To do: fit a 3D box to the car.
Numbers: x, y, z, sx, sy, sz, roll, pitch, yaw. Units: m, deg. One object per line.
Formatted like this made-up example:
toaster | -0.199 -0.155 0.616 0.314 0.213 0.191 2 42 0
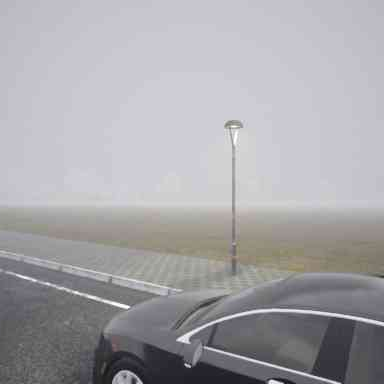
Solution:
car | 1.163 1.505 2.878 4.892 1.490 1.837 0 0 36
